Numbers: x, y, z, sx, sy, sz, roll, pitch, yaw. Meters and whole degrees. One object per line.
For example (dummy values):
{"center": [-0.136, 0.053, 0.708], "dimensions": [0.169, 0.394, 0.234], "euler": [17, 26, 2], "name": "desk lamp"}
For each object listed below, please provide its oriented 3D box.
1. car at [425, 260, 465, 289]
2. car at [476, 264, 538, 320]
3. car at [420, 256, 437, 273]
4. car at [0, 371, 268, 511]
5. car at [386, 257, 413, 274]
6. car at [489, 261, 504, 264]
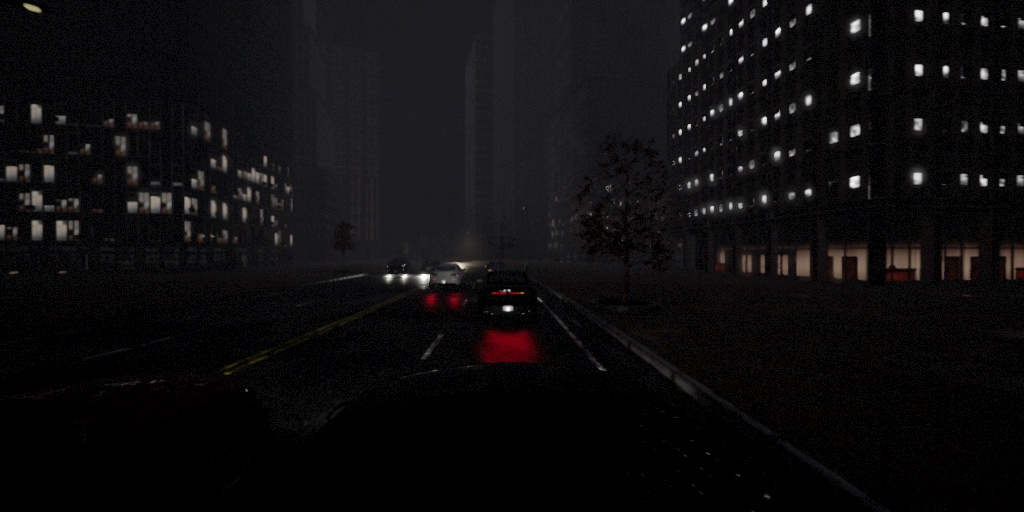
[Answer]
{"center": [-3.930, 1.196, 22.213], "dimensions": [1.812, 1.442, 4.674], "euler": [0, 0, -3], "name": "car"}
{"center": [-0.193, 1.213, 12.520], "dimensions": [1.837, 1.490, 4.892], "euler": [0, 0, -2], "name": "car"}
{"center": [-8.895, 1.092, 39.477], "dimensions": [2.128, 1.511, 4.902], "euler": [0, 0, -6], "name": "car"}
{"center": [-3.195, 1.278, 1.403], "dimensions": [1.812, 1.442, 4.674], "euler": [0, 0, 0], "name": "car"}
{"center": [-12.058, 0.958, 38.498], "dimensions": [2.097, 1.767, 4.553], "euler": [0, 0, -6], "name": "car"}
{"center": [-1.345, 1.179, 31.312], "dimensions": [2.033, 1.411, 5.357], "euler": [0, 0, -5], "name": "car"}
